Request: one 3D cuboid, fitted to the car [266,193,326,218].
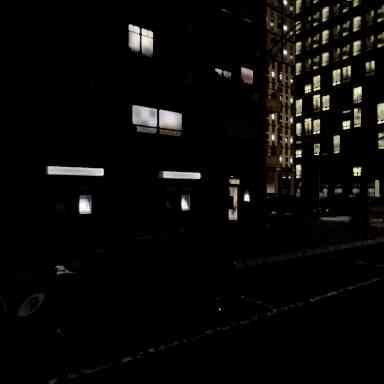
[{"bbox_3d":[7.618,1.010,26.739,2.192,1.841,5.009,2,0,-36],"label":"car"}]

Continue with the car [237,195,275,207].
[{"bbox_3d":[7.746,1.073,40.691,1.947,1.339,4.313,1,0,-36],"label":"car"}]

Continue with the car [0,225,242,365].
[{"bbox_3d":[-1.126,1.440,5.773,4.097,1.590,1.967,0,0,-36],"label":"car"}]

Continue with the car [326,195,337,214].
[{"bbox_3d":[9.417,1.197,28.631,1.837,1.490,4.892,0,1,-36],"label":"car"}]

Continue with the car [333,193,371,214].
[{"bbox_3d":[14.329,1.029,31.756,2.192,1.841,5.009,1,0,-36],"label":"car"}]

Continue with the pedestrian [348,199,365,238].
[{"bbox_3d":[7.530,1.145,15.210,0.375,1.860,0.375,0,0,-36],"label":"pedestrian"}]
